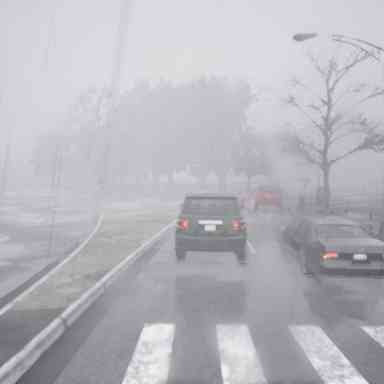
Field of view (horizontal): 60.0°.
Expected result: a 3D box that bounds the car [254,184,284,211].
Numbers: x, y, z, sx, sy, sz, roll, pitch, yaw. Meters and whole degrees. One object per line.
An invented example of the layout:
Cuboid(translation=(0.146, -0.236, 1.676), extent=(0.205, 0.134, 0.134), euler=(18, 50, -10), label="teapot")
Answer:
Cuboid(translation=(6.386, 0.380, 27.669), extent=(2.150, 2.045, 5.566), euler=(1, 2, 13), label="car")

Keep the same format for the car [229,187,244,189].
Cuboid(translation=(4.094, 0.317, 30.795), extent=(2.097, 1.767, 4.553), euler=(2, 4, 19), label="car")

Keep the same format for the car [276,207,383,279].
Cuboid(translation=(3.808, 1.406, 9.701), extent=(2.033, 1.411, 5.357), euler=(0, 1, 4), label="car")

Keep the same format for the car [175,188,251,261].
Cuboid(translation=(0.709, 1.021, 11.761), extent=(2.150, 2.045, 5.566), euler=(0, 1, 4), label="car")
